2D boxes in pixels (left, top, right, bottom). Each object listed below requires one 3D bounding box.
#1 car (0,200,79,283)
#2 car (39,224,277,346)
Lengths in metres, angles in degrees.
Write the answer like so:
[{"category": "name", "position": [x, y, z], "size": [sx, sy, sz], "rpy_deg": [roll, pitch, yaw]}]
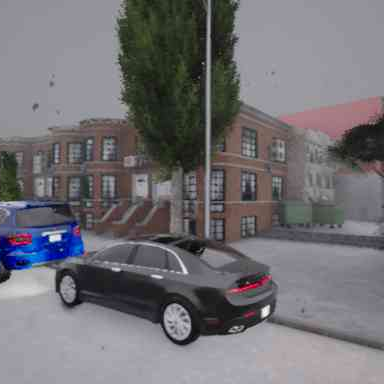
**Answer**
[{"category": "car", "position": [-5.657, 1.281, 10.180], "size": [5.566, 2.045, 2.150], "rpy_deg": [0, 2, 37]}, {"category": "car", "position": [-0.804, 1.600, 6.599], "size": [4.892, 1.490, 1.837], "rpy_deg": [0, -1, 37]}]
